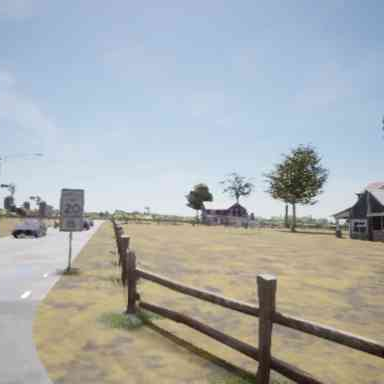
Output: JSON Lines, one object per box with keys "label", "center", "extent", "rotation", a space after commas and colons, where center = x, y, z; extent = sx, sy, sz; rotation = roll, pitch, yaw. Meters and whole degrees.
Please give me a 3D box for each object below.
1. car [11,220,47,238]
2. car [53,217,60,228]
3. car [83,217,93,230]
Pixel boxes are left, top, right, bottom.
{"label": "car", "center": [-13.343, 2.999, 27.650], "extent": [2.033, 1.411, 5.357], "rotation": [2, -4, -14]}
{"label": "car", "center": [-17.794, 4.136, 45.874], "extent": [1.882, 1.535, 5.008], "rotation": [2, -4, -14]}
{"label": "car", "center": [-13.818, 3.896, 41.490], "extent": [1.882, 1.535, 5.008], "rotation": [2, -4, -13]}
